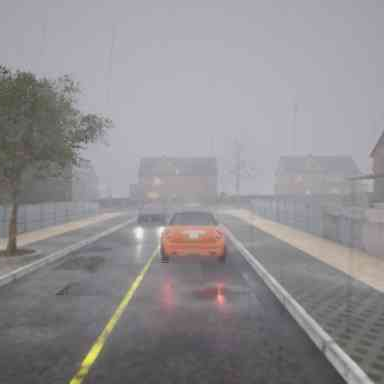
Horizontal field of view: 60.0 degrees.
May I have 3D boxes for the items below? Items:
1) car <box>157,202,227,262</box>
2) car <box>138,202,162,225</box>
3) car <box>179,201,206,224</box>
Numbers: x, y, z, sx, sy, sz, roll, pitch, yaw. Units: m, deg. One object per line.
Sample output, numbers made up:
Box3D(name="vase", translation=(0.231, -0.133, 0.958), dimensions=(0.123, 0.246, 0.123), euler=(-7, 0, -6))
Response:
Box3D(name="car", translation=(0.065, 1.382, 12.374), dimensions=(2.097, 1.767, 4.553), euler=(0, 0, 0))
Box3D(name="car", translation=(-2.826, 1.552, 24.858), dimensions=(1.882, 1.535, 5.008), euler=(0, 0, 0))
Box3D(name="car", translation=(0.058, 1.558, 26.228), dimensions=(1.882, 1.535, 5.008), euler=(0, 0, 0))
